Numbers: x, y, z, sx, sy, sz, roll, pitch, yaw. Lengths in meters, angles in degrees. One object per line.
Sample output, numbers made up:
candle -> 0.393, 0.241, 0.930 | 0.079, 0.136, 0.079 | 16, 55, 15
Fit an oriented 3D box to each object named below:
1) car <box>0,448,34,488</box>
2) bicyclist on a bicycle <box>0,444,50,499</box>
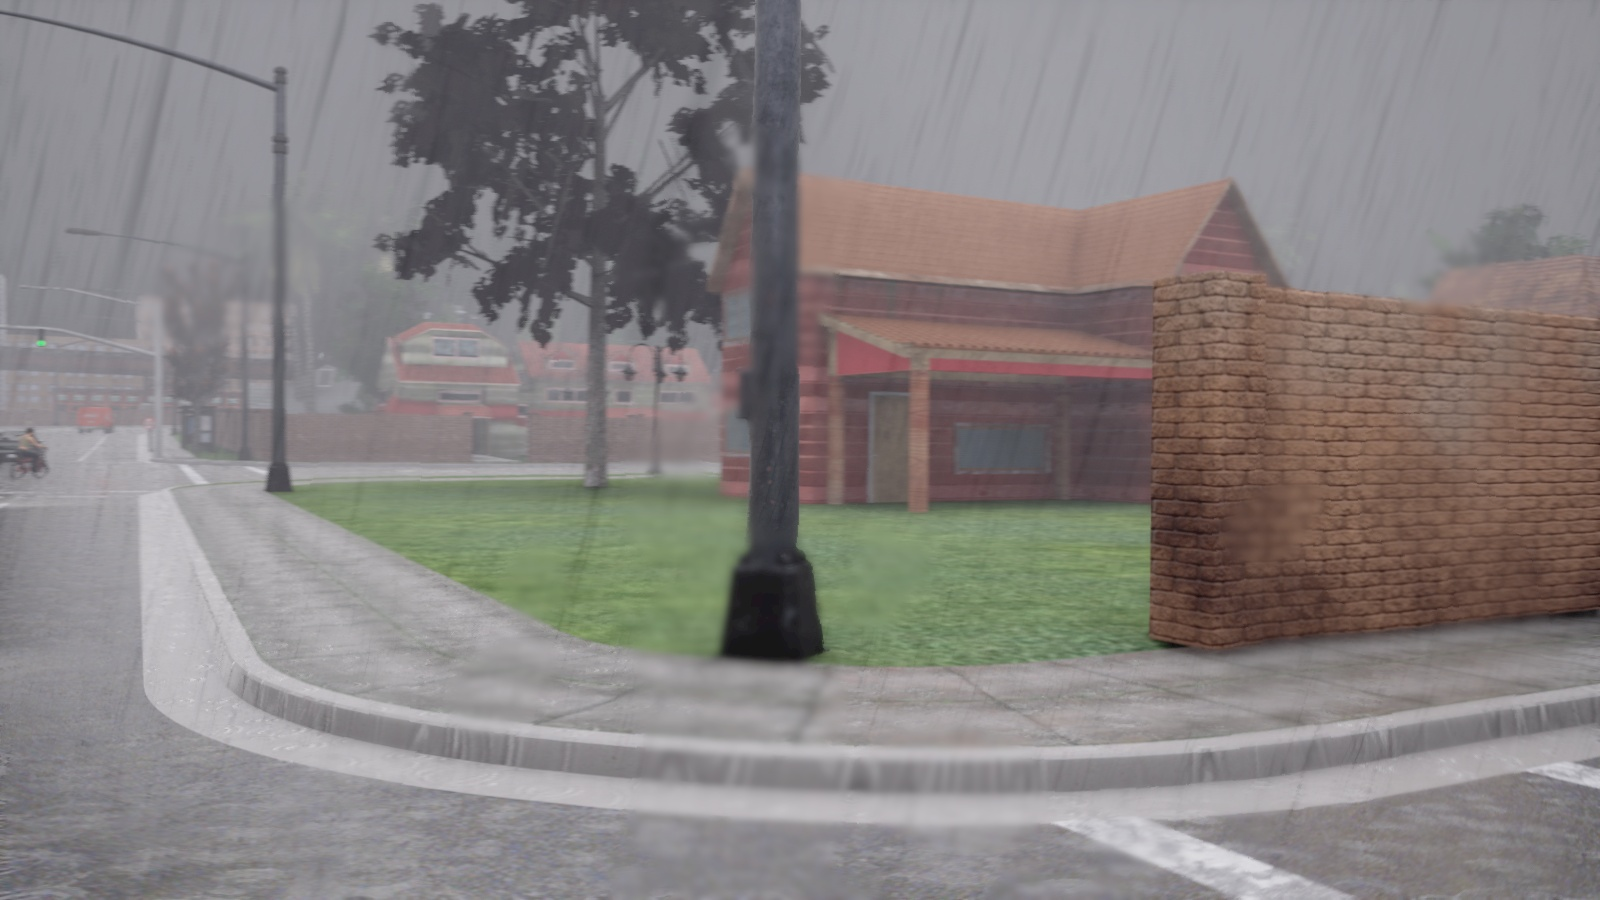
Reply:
car -> -31.401, 0.684, 49.518 | 1.816, 1.474, 4.193 | -1, 1, -28
bicyclist on a bicycle -> -24.049, 0.643, 38.635 | 0.866, 1.612, 1.509 | 3, 1, 8
